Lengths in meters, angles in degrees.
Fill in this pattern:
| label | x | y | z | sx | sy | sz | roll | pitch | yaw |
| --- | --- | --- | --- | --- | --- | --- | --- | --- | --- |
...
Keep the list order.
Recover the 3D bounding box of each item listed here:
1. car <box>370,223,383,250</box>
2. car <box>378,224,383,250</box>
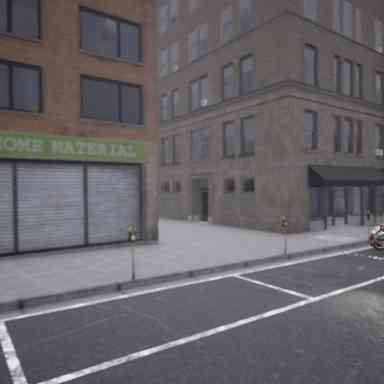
| label | x | y | z | sx | sy | sz | roll | pitch | yaw |
| --- | --- | --- | --- | --- | --- | --- | --- | --- | --- |
| car | 8.629 | 1.404 | 12.799 | 4.097 | 1.590 | 1.967 | 0 | -1 | -35 |
| car | 6.683 | 1.500 | 8.128 | 4.674 | 1.442 | 1.812 | 0 | 0 | -35 |
